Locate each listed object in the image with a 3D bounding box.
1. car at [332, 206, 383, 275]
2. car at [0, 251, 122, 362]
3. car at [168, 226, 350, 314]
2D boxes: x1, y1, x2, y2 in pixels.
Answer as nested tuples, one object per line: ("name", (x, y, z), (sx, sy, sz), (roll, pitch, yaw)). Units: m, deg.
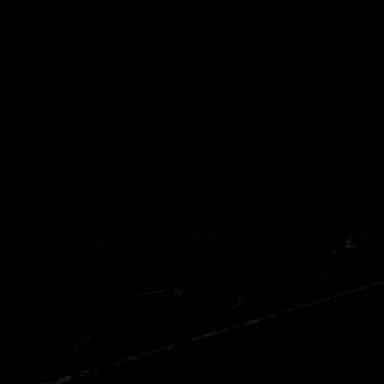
("car", (6.093, 1.424, 11.001), (5.009, 1.841, 2.192), (1, -1, -36))
("car", (-3.084, 1.566, 4.451), (4.313, 1.339, 1.947), (1, -1, -36))
("car", (1.504, 1.620, 7.725), (4.313, 1.339, 1.947), (1, -1, -36))
